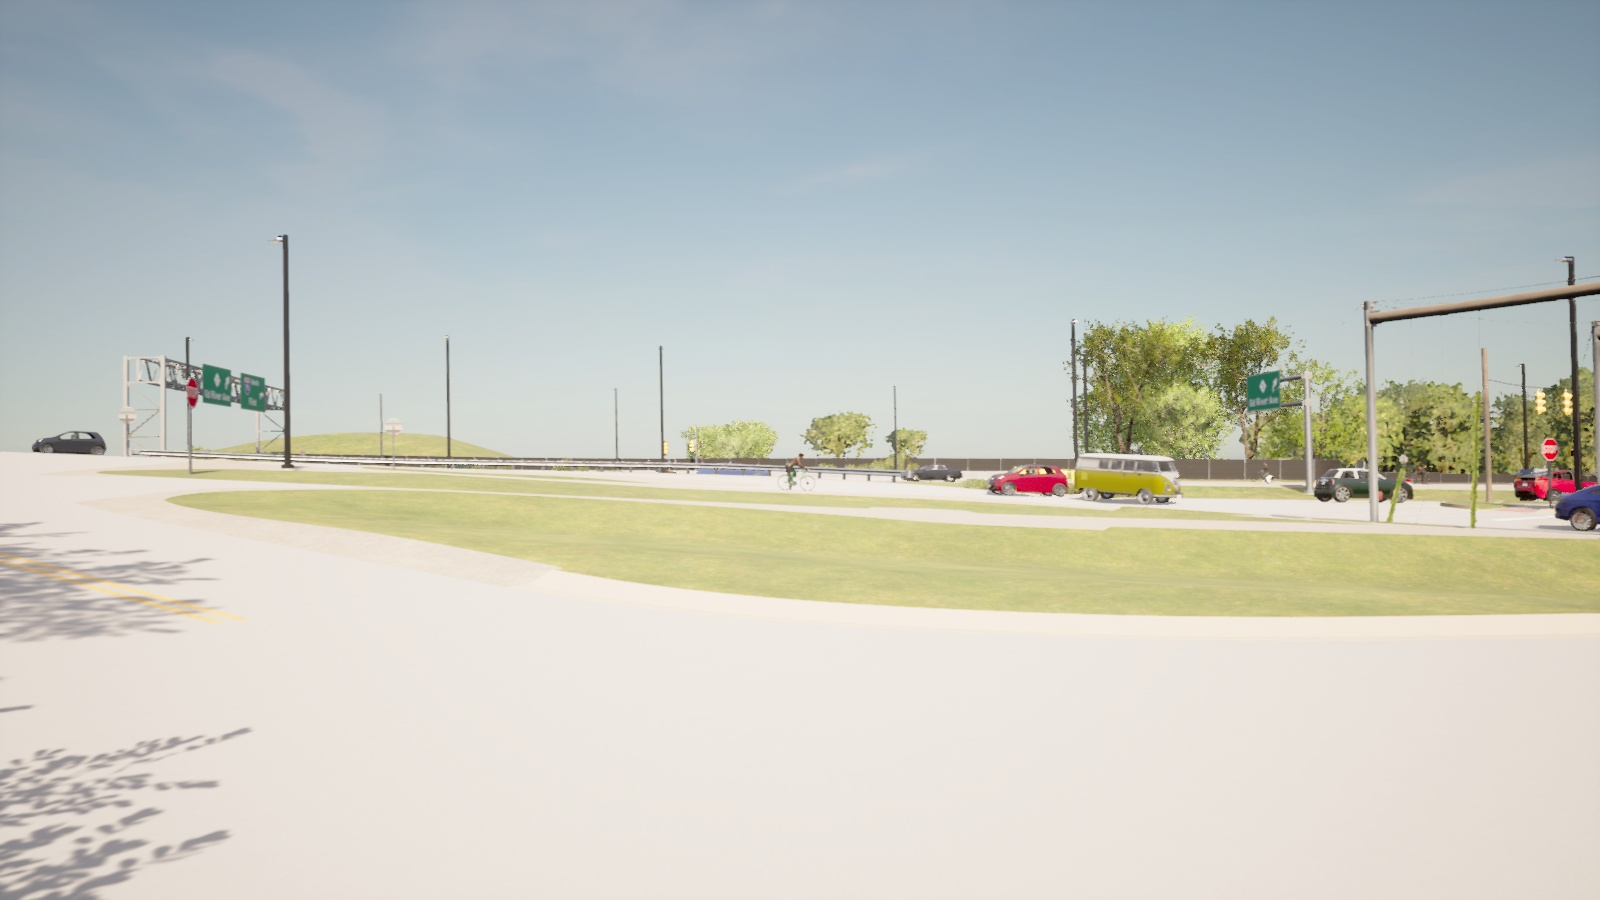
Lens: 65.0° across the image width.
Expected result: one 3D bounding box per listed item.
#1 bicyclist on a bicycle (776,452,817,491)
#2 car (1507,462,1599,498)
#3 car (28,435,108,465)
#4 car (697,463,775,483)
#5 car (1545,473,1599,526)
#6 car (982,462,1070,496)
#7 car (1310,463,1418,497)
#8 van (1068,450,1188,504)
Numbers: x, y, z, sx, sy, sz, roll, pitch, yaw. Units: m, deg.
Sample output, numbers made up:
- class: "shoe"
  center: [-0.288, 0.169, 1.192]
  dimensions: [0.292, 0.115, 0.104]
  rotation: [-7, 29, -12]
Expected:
- class: "bicyclist on a bicycle"
  center: [-0.156, 0.949, 54.247]
  dimensions: [1.656, 1.620, 0.582]
  rotation: [2, -2, -5]
- class: "car"
  center: [34.003, 1.337, 55.468]
  dimensions: [4.514, 1.525, 2.007]
  rotation: [0, -1, -6]
- class: "car"
  center: [-41.324, 0.006, 70.933]
  dimensions: [3.633, 1.501, 1.845]
  rotation: [2, -3, -37]
- class: "car"
  center: [-4.494, 1.607, 87.321]
  dimensions: [5.357, 1.411, 2.033]
  rotation: [0, -1, -5]
- class: "car"
  center: [23.658, 1.406, 34.996]
  dimensions: [1.812, 1.442, 4.674]
  rotation: [-1, 0, -30]
- class: "car"
  center: [10.657, 1.360, 59.225]
  dimensions: [3.633, 1.501, 1.845]
  rotation: [1, -1, -10]
- class: "car"
  center: [24.516, 1.305, 54.647]
  dimensions: [3.806, 1.475, 1.970]
  rotation: [0, -1, -3]
- class: "van"
  center: [13.571, 1.073, 52.090]
  dimensions: [4.442, 1.987, 1.775]
  rotation: [3, 3, 44]
